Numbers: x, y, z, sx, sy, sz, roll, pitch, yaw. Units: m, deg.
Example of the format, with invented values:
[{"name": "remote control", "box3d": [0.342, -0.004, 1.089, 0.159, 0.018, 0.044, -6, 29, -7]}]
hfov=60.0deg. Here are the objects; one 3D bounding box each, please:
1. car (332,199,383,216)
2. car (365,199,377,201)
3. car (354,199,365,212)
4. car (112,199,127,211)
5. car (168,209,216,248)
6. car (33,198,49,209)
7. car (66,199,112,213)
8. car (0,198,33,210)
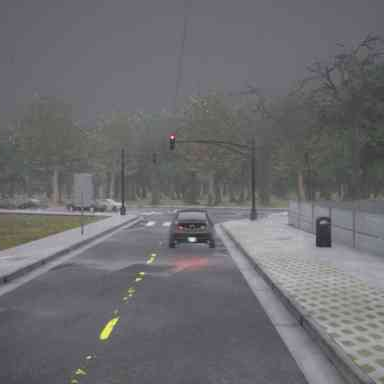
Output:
[{"name": "car", "box3d": [16.223, 1.465, 32.251, 4.902, 1.511, 2.128, 0, 0, 22]}, {"name": "car", "box3d": [15.897, 1.469, 25.128, 4.674, 1.442, 1.812, 0, 0, 23]}, {"name": "car", "box3d": [15.772, 1.450, 28.720, 4.902, 1.511, 2.128, 0, 0, 23]}, {"name": "car", "box3d": [-9.952, 1.535, 39.838, 4.674, 1.442, 1.812, 0, 0, 25]}, {"name": "car", "box3d": [0.008, 1.507, 14.713, 1.837, 1.490, 4.892, 0, 0, 0]}, {"name": "car", "box3d": [-21.542, 1.551, 44.844, 4.674, 1.442, 1.812, 1, 0, 23]}, {"name": "car", "box3d": [-11.742, 1.503, 37.068, 4.892, 1.490, 1.837, 0, 0, 23]}, {"name": "car", "box3d": [-22.634, 1.575, 41.773, 4.181, 1.385, 1.994, 0, 0, 23]}]
